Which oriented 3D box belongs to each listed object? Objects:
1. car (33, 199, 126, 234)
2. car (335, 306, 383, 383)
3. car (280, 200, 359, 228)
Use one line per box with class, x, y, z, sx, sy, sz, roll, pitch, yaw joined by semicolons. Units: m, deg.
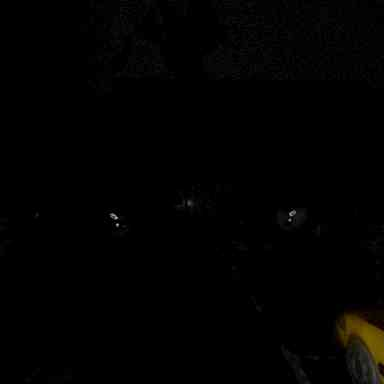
car;-5.940;1.275;17.981;4.553;1.767;2.097;0;0;-1
car;2.642;1.528;2.224;1.752;1.417;4.829;1;0;-1
car;8.046;1.310;21.256;4.553;1.767;2.097;0;0;-1
